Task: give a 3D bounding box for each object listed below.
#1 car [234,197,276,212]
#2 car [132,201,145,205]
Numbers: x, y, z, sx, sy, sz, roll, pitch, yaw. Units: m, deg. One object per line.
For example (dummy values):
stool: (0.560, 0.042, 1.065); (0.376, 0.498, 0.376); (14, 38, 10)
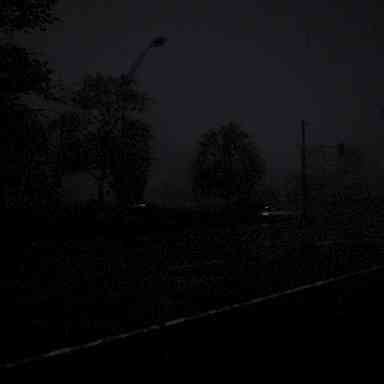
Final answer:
car: (6.448, 1.264, 34.613); (1.837, 1.490, 4.892); (-1, 4, -38)
car: (-9.443, 1.355, 54.461); (1.994, 1.385, 4.181); (-2, 1, -39)
